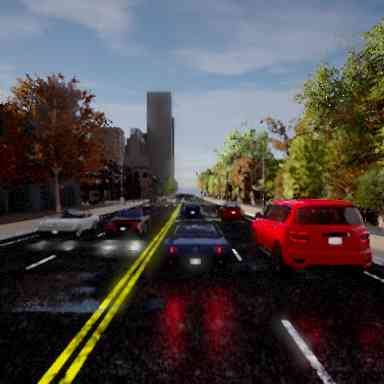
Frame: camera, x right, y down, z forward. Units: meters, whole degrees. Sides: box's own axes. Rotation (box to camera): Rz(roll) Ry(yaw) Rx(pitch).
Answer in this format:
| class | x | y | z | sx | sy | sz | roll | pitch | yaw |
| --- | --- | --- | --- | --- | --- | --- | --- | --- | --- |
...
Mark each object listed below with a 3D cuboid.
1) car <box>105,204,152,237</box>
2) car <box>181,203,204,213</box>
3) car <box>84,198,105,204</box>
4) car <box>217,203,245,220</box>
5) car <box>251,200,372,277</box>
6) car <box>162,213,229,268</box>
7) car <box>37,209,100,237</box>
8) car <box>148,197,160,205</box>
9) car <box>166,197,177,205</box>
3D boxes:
| class | x | y | z | sx | sy | sz | roll | pitch | yaw |
| --- | --- | --- | --- | --- | --- | --- | --- | --- | --- |
| car | -3.359 | 1.598 | 18.209 | 1.994 | 1.385 | 4.181 | 0 | 0 | 0 |
| car | 0.031 | 1.618 | 28.610 | 1.994 | 1.385 | 4.181 | 0 | 0 | -1 |
| car | -20.698 | 1.958 | 70.745 | 4.313 | 1.339 | 1.947 | -1 | 1 | -1 |
| car | 3.282 | 1.617 | 28.553 | 1.994 | 1.385 | 4.181 | 0 | 0 | -1 |
| car | 3.349 | 1.241 | 10.451 | 2.150 | 2.045 | 5.566 | 0 | 0 | 0 |
| car | 0.099 | 1.622 | 11.354 | 1.895 | 1.301 | 4.718 | 0 | 0 | 0 |
| car | -6.606 | 1.636 | 18.255 | 1.895 | 1.301 | 4.718 | 0 | 0 | 0 |
| car | -7.112 | 1.678 | 62.909 | 1.837 | 1.490 | 4.892 | 0 | 0 | -1 |
| car | -3.862 | 1.675 | 62.963 | 1.812 | 1.442 | 4.674 | 0 | 0 | -1 |
